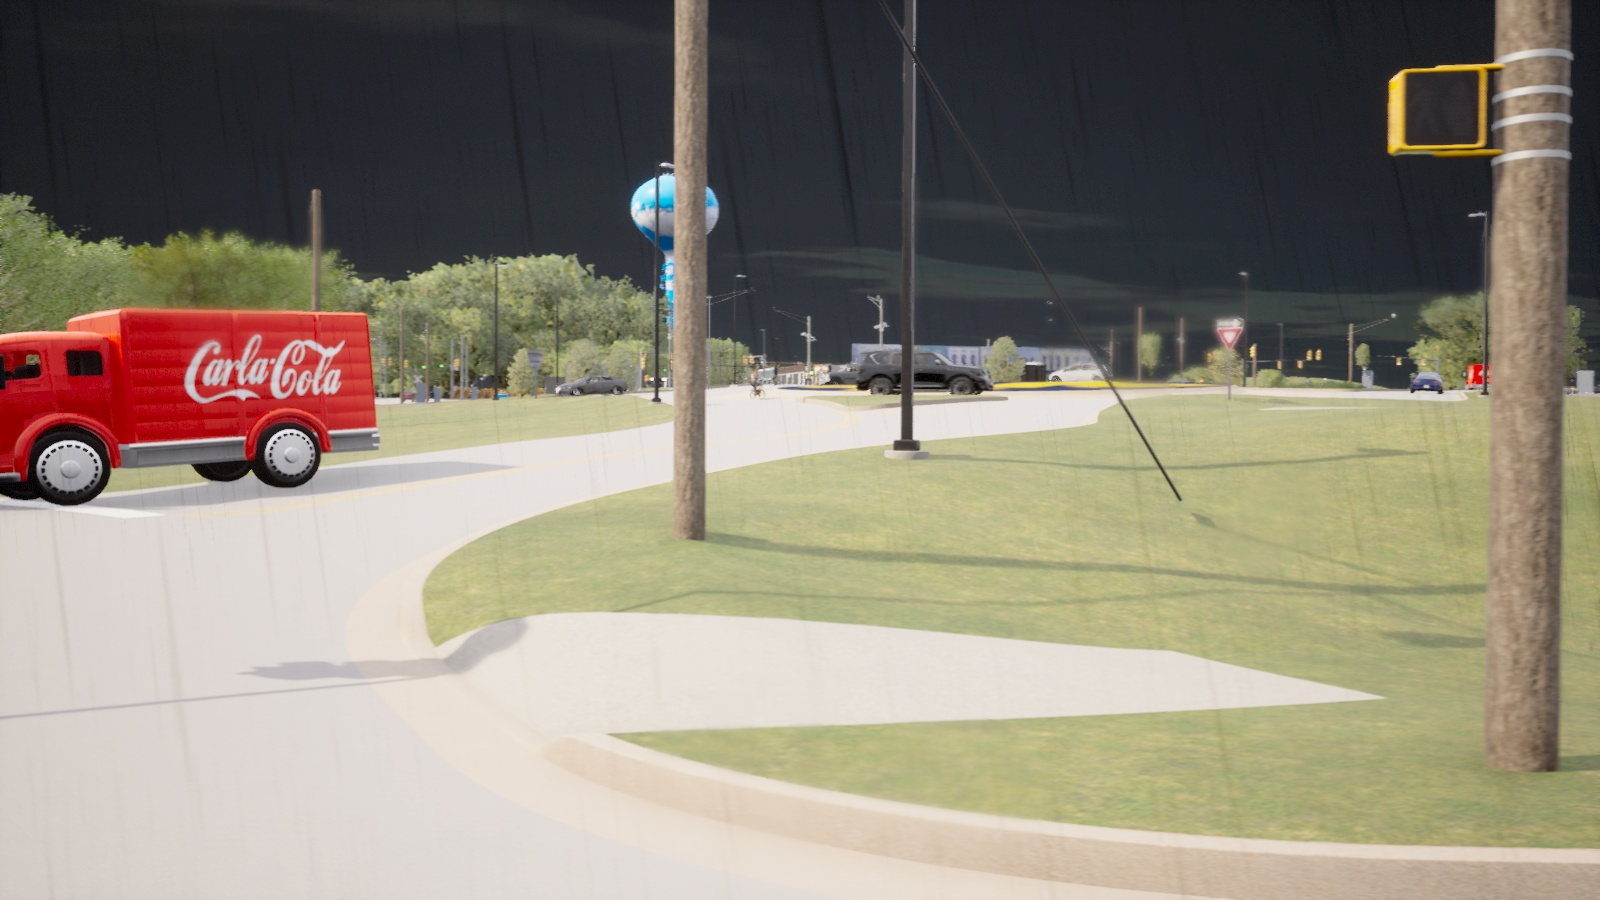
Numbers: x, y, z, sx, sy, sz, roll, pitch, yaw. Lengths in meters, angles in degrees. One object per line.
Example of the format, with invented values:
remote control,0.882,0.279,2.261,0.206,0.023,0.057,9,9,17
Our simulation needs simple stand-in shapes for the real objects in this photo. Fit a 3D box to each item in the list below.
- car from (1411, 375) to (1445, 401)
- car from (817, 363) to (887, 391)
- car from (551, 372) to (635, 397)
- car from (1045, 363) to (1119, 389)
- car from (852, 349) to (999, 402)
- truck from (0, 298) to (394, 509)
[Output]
car,40.902,-4.046,81.745,1.812,1.442,4.674,5,6,27
car,3.704,-5.208,89.564,4.605,1.855,1.932,-1,1,-16
car,-13.473,-4.271,81.840,4.902,1.511,2.128,-4,5,-36
car,19.896,-5.207,88.667,4.611,1.667,2.242,2,1,27
car,5.095,-3.010,51.053,5.566,2.045,2.150,1,1,19
truck,-8.716,-0.720,17.294,2.627,2.467,5.204,2,5,44
